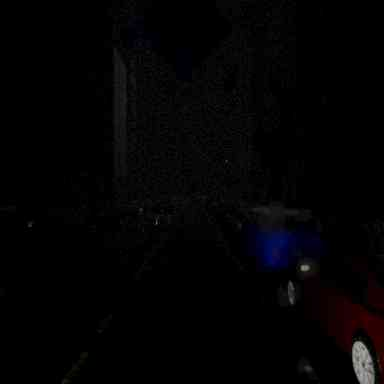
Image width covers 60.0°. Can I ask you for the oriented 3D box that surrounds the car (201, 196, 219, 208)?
[{"bbox_3d":[2.708,1.573,44.297,2.192,1.841,5.009,0,0,0],"label":"car"}]

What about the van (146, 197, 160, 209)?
[{"bbox_3d":[-5.824,1.634,49.883,1.690,1.788,3.998,0,0,0],"label":"van"}]

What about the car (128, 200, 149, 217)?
[{"bbox_3d":[-5.803,1.740,33.054,2.008,1.369,4.403,0,0,0],"label":"car"}]

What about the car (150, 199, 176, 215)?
[{"bbox_3d":[-3.140,1.779,37.359,1.994,1.385,4.181,0,0,0],"label":"car"}]

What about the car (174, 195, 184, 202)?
[{"bbox_3d":[-3.098,1.828,78.629,1.837,1.490,4.892,0,0,0],"label":"car"}]

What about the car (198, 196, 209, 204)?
[{"bbox_3d":[2.666,1.784,77.951,2.192,1.841,5.009,0,0,0],"label":"car"}]

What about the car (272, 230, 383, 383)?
[{"bbox_3d":[2.757,1.573,5.033,1.887,1.381,4.507,0,0,0],"label":"car"}]

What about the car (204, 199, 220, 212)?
[{"bbox_3d":[2.715,1.805,38.686,1.802,1.307,4.206,0,0,0],"label":"car"}]

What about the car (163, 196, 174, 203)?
[{"bbox_3d":[-5.866,1.820,83.539,2.192,1.841,5.009,0,0,0],"label":"car"}]

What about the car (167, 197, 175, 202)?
[{"bbox_3d":[-5.880,2.129,94.756,2.008,1.369,4.403,0,0,0],"label":"car"}]

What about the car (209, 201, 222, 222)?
[{"bbox_3d":[2.729,1.721,27.468,1.947,1.339,4.313,0,0,0],"label":"car"}]

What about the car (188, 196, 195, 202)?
[{"bbox_3d":[-0.114,1.902,91.375,1.837,1.490,4.892,0,0,0],"label":"car"}]

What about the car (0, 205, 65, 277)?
[{"bbox_3d":[-5.774,1.375,10.617,2.192,1.841,5.009,0,0,0],"label":"car"}]

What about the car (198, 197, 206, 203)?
[{"bbox_3d":[2.652,2.086,89.168,1.887,1.381,4.507,0,0,0],"label":"car"}]

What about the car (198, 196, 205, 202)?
[{"bbox_3d":[2.645,2.018,94.777,1.967,1.590,4.097,0,0,0],"label":"car"}]

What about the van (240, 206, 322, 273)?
[{"bbox_3d":[2.751,1.401,10.643,1.690,1.788,3.998,0,0,0],"label":"van"}]

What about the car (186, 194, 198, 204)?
[{"bbox_3d":[-0.093,1.561,74.006,2.150,2.045,5.566,0,0,0],"label":"car"}]

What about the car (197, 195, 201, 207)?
[{"bbox_3d":[2.280,1.789,56.265,1.801,1.575,5.366,0,0,0],"label":"car"}]

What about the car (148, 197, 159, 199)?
[{"bbox_3d":[-5.817,1.782,44.102,1.752,1.417,4.829,0,0,0],"label":"car"}]

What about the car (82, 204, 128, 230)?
[{"bbox_3d":[-5.789,1.689,21.835,1.947,1.339,4.313,0,0,0],"label":"car"}]

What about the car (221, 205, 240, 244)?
[{"bbox_3d":[2.743,1.531,16.251,1.967,1.590,4.097,0,0,0],"label":"car"}]

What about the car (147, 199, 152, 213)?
[{"bbox_3d":[-5.810,1.805,38.663,1.802,1.307,4.206,0,0,0],"label":"car"}]

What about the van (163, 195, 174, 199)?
[{"bbox_3d":[-5.859,1.811,77.930,1.690,1.788,3.998,0,0,0],"label":"van"}]
